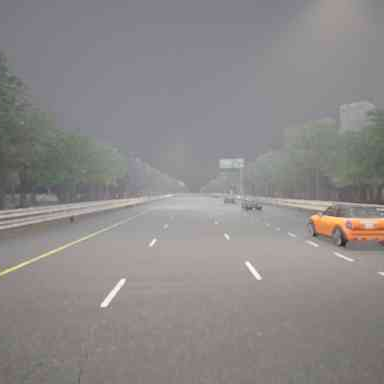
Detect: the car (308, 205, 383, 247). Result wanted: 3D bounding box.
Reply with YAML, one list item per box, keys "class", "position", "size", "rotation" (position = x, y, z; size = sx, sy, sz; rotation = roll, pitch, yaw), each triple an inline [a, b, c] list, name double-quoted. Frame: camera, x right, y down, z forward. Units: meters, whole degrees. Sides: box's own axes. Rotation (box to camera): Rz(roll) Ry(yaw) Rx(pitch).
- class: "car"
  position: [7.009, 1.362, 15.283]
  size: [2.097, 1.767, 4.553]
  rotation: [0, 0, 0]

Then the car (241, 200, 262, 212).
- class: "car"
  position: [7.078, 1.630, 40.095]
  size: [1.895, 1.301, 4.718]
  rotation: [0, 0, 0]

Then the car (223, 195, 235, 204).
- class: "car"
  position: [7.217, 1.394, 65.286]
  size: [2.097, 1.767, 4.553]
  rotation: [0, 0, 0]
